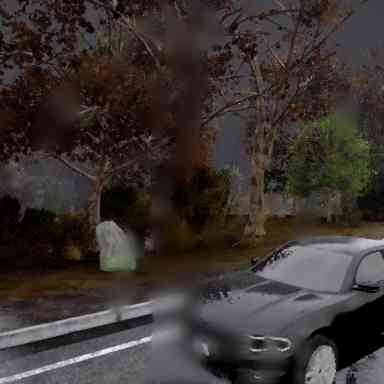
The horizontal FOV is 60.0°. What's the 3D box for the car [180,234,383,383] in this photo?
[{"bbox_3d":[2.147,1.485,5.214,5.008,1.535,1.882,0,0,-35],"label":"car"}]
